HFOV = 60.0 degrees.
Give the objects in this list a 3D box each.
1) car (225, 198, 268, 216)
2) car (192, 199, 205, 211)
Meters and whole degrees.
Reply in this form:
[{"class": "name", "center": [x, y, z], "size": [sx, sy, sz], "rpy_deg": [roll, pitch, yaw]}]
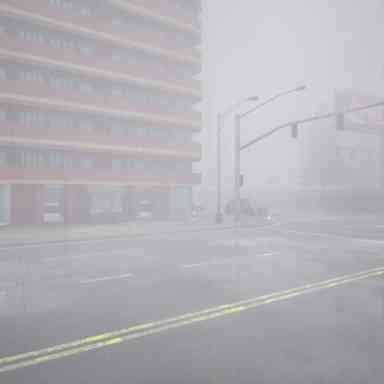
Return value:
[{"class": "car", "center": [5.272, 1.352, 32.413], "size": [2.097, 1.767, 4.553], "rpy_deg": [0, 0, -34]}, {"class": "car", "center": [-0.304, 1.526, 40.724], "size": [1.812, 1.442, 4.674], "rpy_deg": [0, 0, -34]}]
